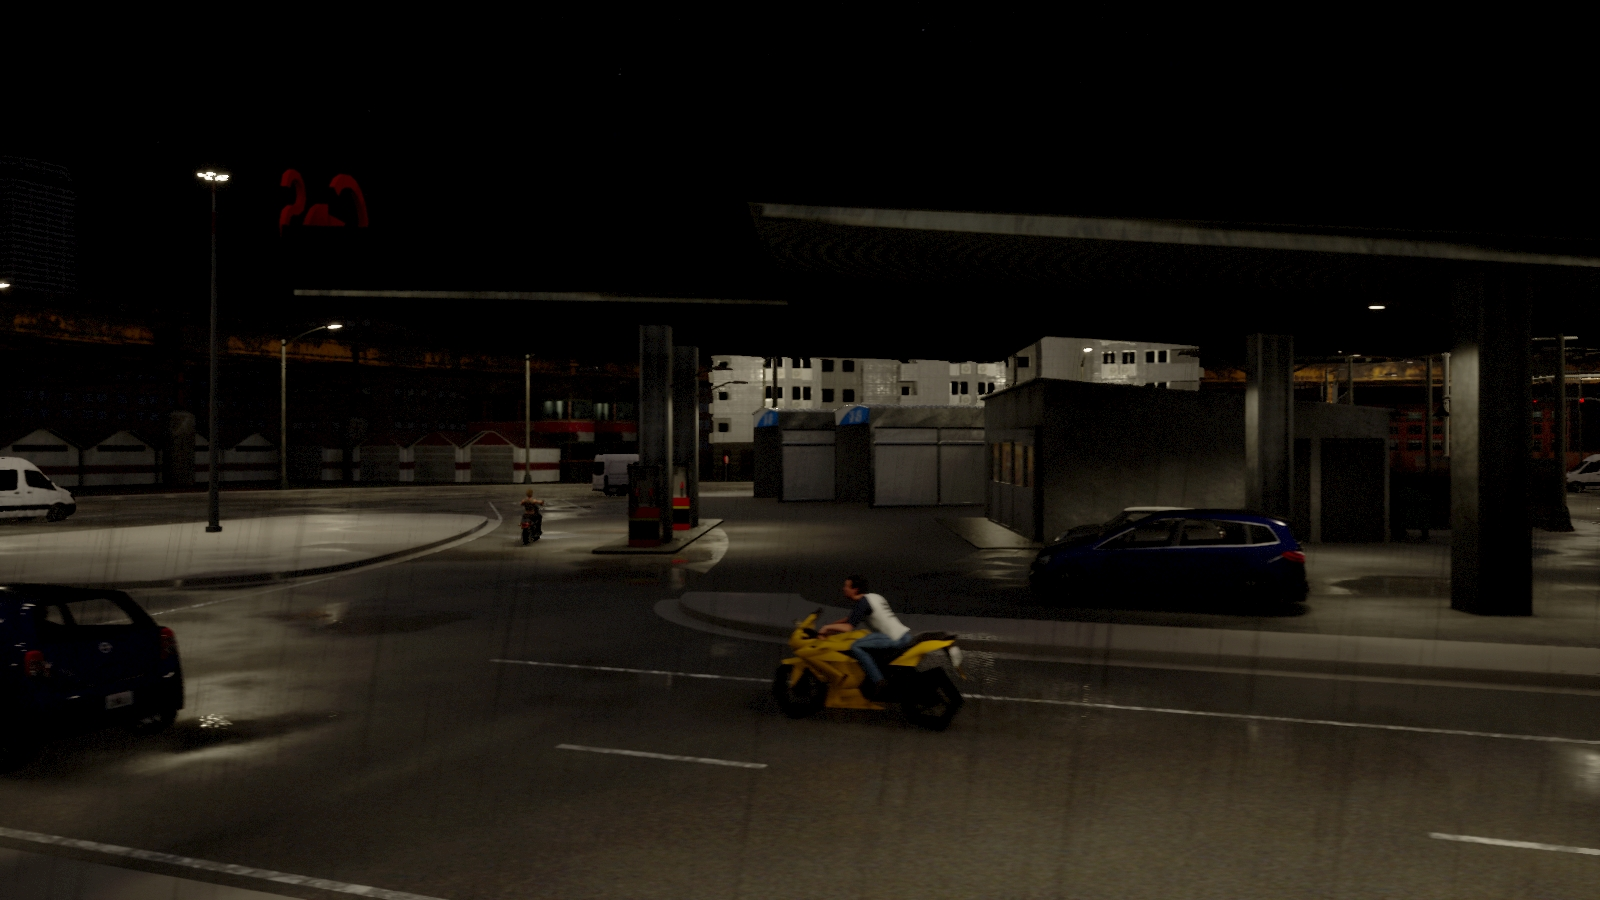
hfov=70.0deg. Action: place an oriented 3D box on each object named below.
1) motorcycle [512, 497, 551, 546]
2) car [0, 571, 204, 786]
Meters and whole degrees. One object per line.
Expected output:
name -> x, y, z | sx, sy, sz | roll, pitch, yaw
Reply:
motorcycle -> -8.125, 2.141, 34.636 | 0.764, 1.332, 2.356 | -1, 0, -4
car -> -7.870, 2.037, 10.967 | 3.633, 1.501, 1.845 | 0, 0, 20
